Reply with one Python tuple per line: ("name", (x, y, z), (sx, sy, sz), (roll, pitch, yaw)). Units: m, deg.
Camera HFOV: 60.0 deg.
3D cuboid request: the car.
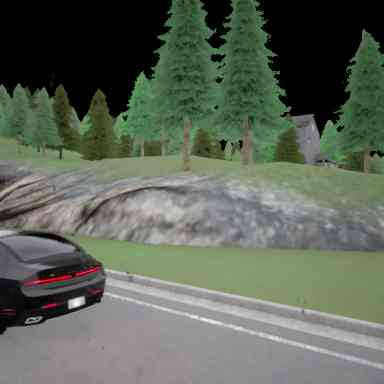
("car", (-3.804, 1.513, 6.707), (4.892, 1.490, 1.837), (0, 0, 36))
